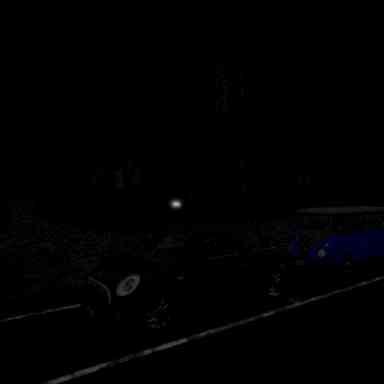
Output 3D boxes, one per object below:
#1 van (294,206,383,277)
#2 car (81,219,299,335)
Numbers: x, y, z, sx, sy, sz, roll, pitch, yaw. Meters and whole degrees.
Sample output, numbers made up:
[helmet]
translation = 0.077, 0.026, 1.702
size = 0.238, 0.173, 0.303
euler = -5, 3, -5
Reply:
[van]
translation = 4.544, 1.320, 9.910
size = 3.998, 1.788, 1.690
euler = 0, 0, -36
[car]
translation = -0.039, 1.431, 6.630
size = 4.097, 1.590, 1.967
euler = 0, 0, -36
